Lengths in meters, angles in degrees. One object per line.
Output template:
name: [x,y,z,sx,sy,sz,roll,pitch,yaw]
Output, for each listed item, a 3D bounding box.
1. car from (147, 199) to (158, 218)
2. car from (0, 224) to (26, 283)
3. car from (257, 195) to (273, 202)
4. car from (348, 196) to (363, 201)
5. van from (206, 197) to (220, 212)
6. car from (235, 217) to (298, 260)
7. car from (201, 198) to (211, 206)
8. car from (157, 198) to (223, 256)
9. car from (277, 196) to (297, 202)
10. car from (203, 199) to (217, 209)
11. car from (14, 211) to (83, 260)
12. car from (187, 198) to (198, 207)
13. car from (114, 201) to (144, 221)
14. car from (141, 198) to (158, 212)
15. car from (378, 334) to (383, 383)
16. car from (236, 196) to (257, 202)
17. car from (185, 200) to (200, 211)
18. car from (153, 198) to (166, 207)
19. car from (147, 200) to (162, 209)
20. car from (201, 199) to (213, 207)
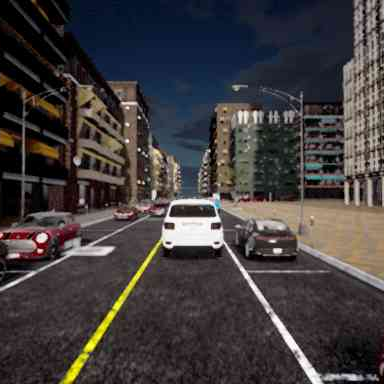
car: [-3.021,1.749,33.215,1.812,1.442,4.674,0,-1,0]
car: [-5.680,1.614,7.102,1.947,1.339,4.313,1,0,0]
car: [19.286,1.849,93.344,5.009,1.841,2.192,0,-1,0]
car: [41.334,1.627,84.807,4.097,1.590,1.967,0,-1,0]
van: [2.729,1.637,43.909,1.690,1.788,3.998,1,0,0]
car: [2.700,1.636,12.671,2.008,1.369,4.403,1,0,0]
car: [2.826,2.013,68.368,2.008,1.369,4.403,1,0,0]
car: [0.015,1.314,13.667,2.150,2.045,5.566,0,0,0]
car: [24.753,1.752,84.924,4.097,1.590,1.967,0,-1,0]
car: [2.782,1.898,52.368,1.887,1.381,4.507,1,0,0]
car: [-5.678,1.526,12.672,1.967,1.590,4.097,1,0,0]
car: [0.094,1.940,61.407,1.812,1.442,4.674,0,0,0]
car: [-5.681,1.780,29.380,1.802,1.307,4.206,1,0,0]
car: [-5.685,1.713,40.520,1.967,1.590,4.097,1,0,0]
car: [2.701,1.556,1.531,1.887,1.381,4.507,1,0,0]
car: [13.698,1.980,85.000,4.206,1.307,1.802,0,-1,0]
car: [0.098,1.868,47.756,2.033,1.411,5.357,0,-1,0]
car: [-5.811,1.849,60.563,1.967,1.590,4.097,1,0,0]
car: [-5.762,1.930,51.658,1.802,1.307,4.206,1,0,0]
car: [2.827,1.975,62.798,2.008,1.369,4.403,1,0,0]
